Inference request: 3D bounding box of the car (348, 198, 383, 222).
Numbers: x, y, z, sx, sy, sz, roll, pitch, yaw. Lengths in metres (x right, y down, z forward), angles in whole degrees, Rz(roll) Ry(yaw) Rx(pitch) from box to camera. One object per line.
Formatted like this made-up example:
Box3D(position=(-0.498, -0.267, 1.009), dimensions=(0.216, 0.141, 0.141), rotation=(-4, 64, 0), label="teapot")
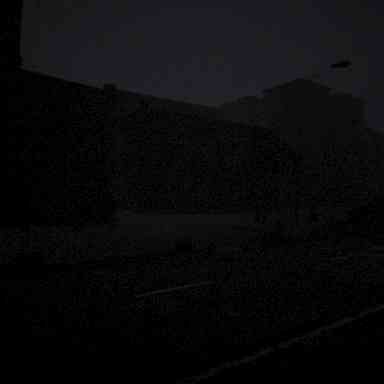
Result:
Box3D(position=(15.509, 1.475, 26.527), dimensions=(2.435, 2.045, 5.566), rotation=(1, 0, -35), label="car")
